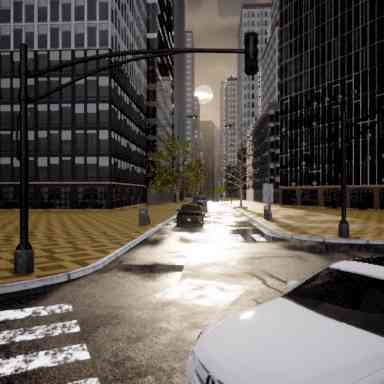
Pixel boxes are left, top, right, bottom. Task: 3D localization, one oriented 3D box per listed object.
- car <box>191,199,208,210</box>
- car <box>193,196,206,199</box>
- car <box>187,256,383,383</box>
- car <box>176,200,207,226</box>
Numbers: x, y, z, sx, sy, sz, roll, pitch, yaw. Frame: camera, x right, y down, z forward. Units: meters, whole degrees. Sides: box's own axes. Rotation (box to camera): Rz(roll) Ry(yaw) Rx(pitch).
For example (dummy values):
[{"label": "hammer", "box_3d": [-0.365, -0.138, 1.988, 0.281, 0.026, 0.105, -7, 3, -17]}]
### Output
[{"label": "car", "box_3d": [0.493, 1.776, 35.498, 1.812, 1.442, 4.674, 0, 0, 3]}, {"label": "car", "box_3d": [1.077, 1.554, 46.141, 2.150, 2.045, 5.566, 0, 0, 3]}, {"label": "car", "box_3d": [2.222, 1.548, 3.800, 4.674, 1.442, 1.812, 0, -1, -26]}, {"label": "car", "box_3d": [-0.070, 1.653, 25.294, 1.882, 1.535, 5.008, 0, 0, 3]}]
